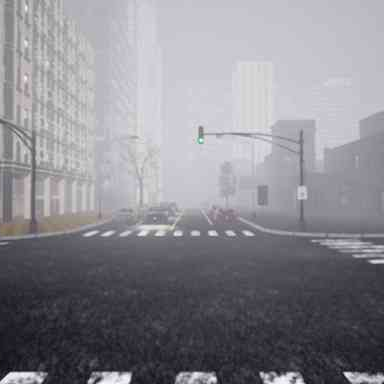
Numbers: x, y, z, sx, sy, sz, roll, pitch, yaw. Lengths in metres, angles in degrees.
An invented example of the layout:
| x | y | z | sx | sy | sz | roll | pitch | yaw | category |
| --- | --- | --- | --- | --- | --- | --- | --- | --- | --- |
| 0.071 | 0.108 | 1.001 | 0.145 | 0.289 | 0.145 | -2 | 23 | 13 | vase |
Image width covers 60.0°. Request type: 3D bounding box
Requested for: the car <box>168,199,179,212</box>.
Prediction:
| x | y | z | sx | sy | sz | roll | pitch | yaw | category |
| --- | --- | --- | --- | --- | --- | --- | --- | --- | --- |
| -2.944 | 2.145 | 48.394 | 1.882 | 1.535 | 5.008 | 0 | -1 | 0 | car |

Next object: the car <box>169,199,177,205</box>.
| x | y | z | sx | sy | sz | roll | pitch | yaw | category |
| --- | --- | --- | --- | --- | --- | --- | --- | --- | --- |
| -5.412 | 2.781 | 94.762 | 1.967 | 1.590 | 4.097 | 0 | -1 | 0 | car |

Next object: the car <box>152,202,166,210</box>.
| x | y | z | sx | sy | sz | roll | pitch | yaw | category |
| --- | --- | --- | --- | --- | --- | --- | --- | --- | --- |
| -5.523 | 2.342 | 55.978 | 1.947 | 1.339 | 4.313 | 0 | -1 | 0 | car |

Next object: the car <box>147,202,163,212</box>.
| x | y | z | sx | sy | sz | roll | pitch | yaw | category |
| --- | --- | --- | --- | --- | --- | --- | --- | --- | --- |
| -5.539 | 2.249 | 50.438 | 2.008 | 1.369 | 4.403 | 0 | -1 | 0 | car |

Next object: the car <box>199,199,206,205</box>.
| x | y | z | sx | sy | sz | roll | pitch | yaw | category |
| --- | --- | --- | --- | --- | --- | --- | --- | --- | --- |
| 2.969 | 2.860 | 94.908 | 1.752 | 1.417 | 4.829 | 0 | -1 | 0 | car |

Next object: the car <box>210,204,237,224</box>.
| x | y | z | sx | sy | sz | roll | pitch | yaw | category |
| --- | --- | --- | --- | --- | --- | --- | --- | --- | --- |
| 2.779 | 1.927 | 28.253 | 1.887 | 1.381 | 4.507 | 0 | -1 | 0 | car |

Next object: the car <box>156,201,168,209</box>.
| x | y | z | sx | sy | sz | roll | pitch | yaw | category |
| --- | --- | --- | --- | --- | --- | --- | --- | --- | --- |
| -5.508 | 2.421 | 61.519 | 1.947 | 1.339 | 4.313 | 0 | -1 | 0 | car |

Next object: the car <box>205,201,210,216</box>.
| x | y | z | sx | sy | sz | roll | pitch | yaw | category |
| --- | --- | --- | --- | --- | --- | --- | --- | --- | --- |
| 2.810 | 2.117 | 39.334 | 1.802 | 1.307 | 4.206 | 0 | -1 | 0 | car |

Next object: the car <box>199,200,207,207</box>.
| x | y | z | sx | sy | sz | roll | pitch | yaw | category |
| --- | --- | --- | --- | --- | --- | --- | --- | --- | --- |
| 2.905 | 2.559 | 72.575 | 2.008 | 1.369 | 4.403 | 0 | -1 | 0 | car |

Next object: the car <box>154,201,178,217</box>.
| x | y | z | sx | sy | sz | roll | pitch | yaw | category |
| --- | --- | --- | --- | --- | --- | --- | --- | --- | --- |
| -2.981 | 2.092 | 38.411 | 1.994 | 1.385 | 4.181 | 0 | -1 | 0 | car |

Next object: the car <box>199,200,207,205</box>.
| x | y | z | sx | sy | sz | roll | pitch | yaw | category |
| --- | --- | --- | --- | --- | --- | --- | --- | --- | --- |
| 2.952 | 2.817 | 89.197 | 1.947 | 1.339 | 4.313 | 0 | -1 | 0 | car |

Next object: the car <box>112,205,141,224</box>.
| x | y | z | sx | sy | sz | roll | pitch | yaw | category |
| --- | --- | --- | --- | --- | --- | --- | --- | --- | --- |
| -5.603 | 1.972 | 28.277 | 1.802 | 1.307 | 4.206 | 0 | -1 | 0 | car |

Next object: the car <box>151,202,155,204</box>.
| x | y | z | sx | sy | sz | roll | pitch | yaw | category |
| --- | --- | --- | --- | --- | --- | --- | --- | --- | --- |
| -5.572 | 2.067 | 39.188 | 1.752 | 1.417 | 4.829 | 0 | -1 | 0 | car |

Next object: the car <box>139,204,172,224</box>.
| x | y | z | sx | sy | sz | roll | pitch | yaw | category |
| --- | --- | --- | --- | --- | --- | --- | --- | --- | --- |
| -3.031 | 1.954 | 28.449 | 1.994 | 1.385 | 4.181 | 0 | -1 | -2 | car |
